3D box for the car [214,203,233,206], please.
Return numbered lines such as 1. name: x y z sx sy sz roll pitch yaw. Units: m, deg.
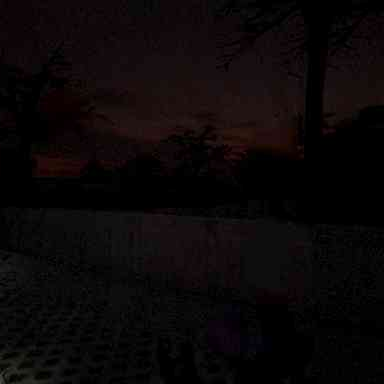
1. car: 4.100 2.096 44.085 1.994 1.385 4.181 2 0 36
